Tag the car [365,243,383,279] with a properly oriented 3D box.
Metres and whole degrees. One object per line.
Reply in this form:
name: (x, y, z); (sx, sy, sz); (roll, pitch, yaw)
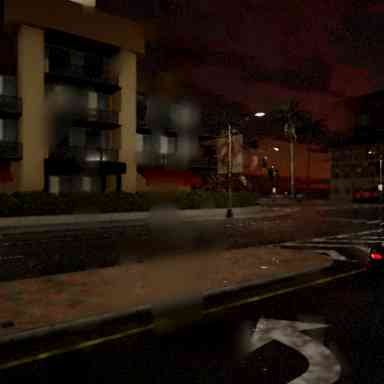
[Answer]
car: (6.582, 1.524, 8.514); (5.357, 1.411, 2.033); (0, 0, -35)
